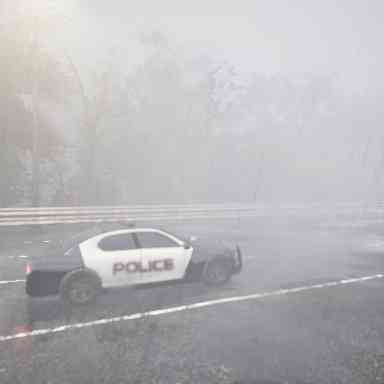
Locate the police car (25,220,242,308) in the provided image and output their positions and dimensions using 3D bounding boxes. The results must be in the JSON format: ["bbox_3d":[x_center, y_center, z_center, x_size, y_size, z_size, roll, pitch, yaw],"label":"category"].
[{"bbox_3d":[-1.172,1.477,7.860,4.974,1.542,2.038,0,0,-26],"label":"police car"}]
